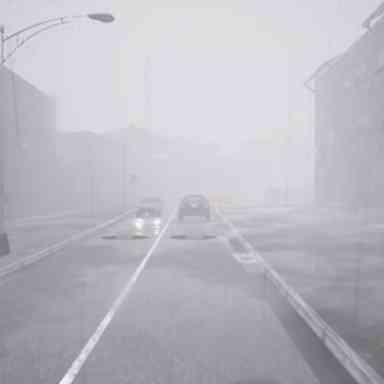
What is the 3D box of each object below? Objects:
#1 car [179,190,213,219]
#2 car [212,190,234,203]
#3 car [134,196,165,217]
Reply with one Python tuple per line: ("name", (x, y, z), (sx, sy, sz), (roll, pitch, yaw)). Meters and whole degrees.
("car", (0.154, 0.889, 23.868), (2.097, 1.767, 4.553), (0, 2, 0))
("car", (3.610, 0.494, 41.631), (2.097, 1.767, 4.553), (0, 0, 30))
("car", (-3.065, 1.046, 25.209), (2.033, 1.411, 5.357), (0, 2, 0))
